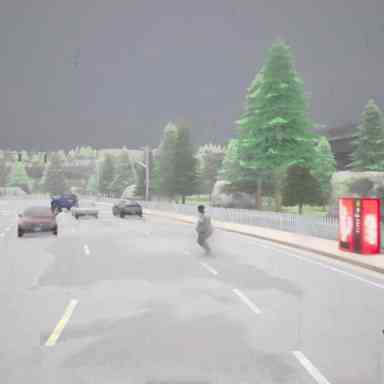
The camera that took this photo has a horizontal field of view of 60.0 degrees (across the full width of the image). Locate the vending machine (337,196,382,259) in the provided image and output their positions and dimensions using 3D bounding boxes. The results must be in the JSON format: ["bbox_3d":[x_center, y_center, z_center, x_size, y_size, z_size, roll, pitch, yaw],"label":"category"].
[{"bbox_3d":[5.851,1.195,11.670,1.100,2.100,0.880,0,0,-15],"label":"vending machine"}]

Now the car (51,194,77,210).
[{"bbox_3d":[-14.919,1.226,38.821,2.150,2.045,5.566,0,0,-35],"label":"car"}]

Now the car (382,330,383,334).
[{"bbox_3d":[3.373,1.601,1.984,1.895,1.301,4.718,0,0,-3],"label":"car"}]

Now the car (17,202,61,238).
[{"bbox_3d":[-8.363,1.525,18.126,1.812,1.442,4.674,0,0,-24],"label":"car"}]

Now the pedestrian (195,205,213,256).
[{"bbox_3d":[0.423,1.294,11.535,0.375,1.860,0.375,0,0,-16],"label":"pedestrian"}]

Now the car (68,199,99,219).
[{"bbox_3d":[-9.643,1.601,29.691,1.895,1.301,4.718,0,0,-25],"label":"car"}]

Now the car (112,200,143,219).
[{"bbox_3d":[-5.824,1.491,29.686,2.128,1.511,4.902,0,0,-25],"label":"car"}]
